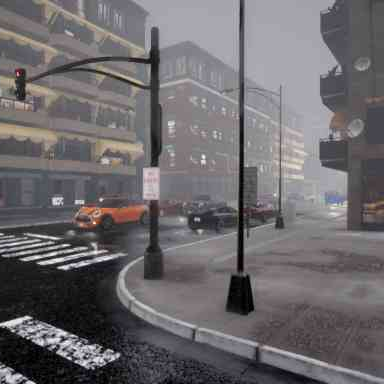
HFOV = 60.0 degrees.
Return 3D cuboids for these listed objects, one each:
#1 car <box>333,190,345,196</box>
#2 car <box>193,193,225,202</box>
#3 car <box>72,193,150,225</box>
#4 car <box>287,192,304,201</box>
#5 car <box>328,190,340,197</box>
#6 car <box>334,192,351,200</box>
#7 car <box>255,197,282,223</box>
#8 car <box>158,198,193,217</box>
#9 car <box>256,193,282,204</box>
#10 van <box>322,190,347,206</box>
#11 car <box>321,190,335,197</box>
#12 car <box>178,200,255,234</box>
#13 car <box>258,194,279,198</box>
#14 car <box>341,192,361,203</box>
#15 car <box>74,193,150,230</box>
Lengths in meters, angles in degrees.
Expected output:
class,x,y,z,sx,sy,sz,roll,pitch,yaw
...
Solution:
class,x,y,z,sx,sy,sz,roll,pitch,yaw
car,36.263,0.257,82.020,1.802,1.307,4.206,2,2,35
car,1.119,0.978,27.531,2.097,1.767,4.553,1,1,35
car,-5.375,1.032,22.766,2.192,1.841,5.009,2,2,35
car,17.044,0.720,54.675,1.947,1.339,4.313,2,2,35
car,33.060,0.337,77.463,1.802,1.307,4.206,2,2,35
car,25.914,0.697,57.244,1.895,1.301,4.718,1,1,35
car,4.659,1.284,22.480,1.802,1.307,4.206,2,2,35
car,-2.174,1.181,27.330,1.887,1.381,4.507,2,2,35
car,10.638,0.881,45.560,1.947,1.339,4.313,2,2,35
van,17.474,0.722,40.705,1.690,1.788,3.998,2,2,35
car,29.857,0.379,72.905,1.887,1.381,4.507,2,2,35
car,1.456,1.348,17.922,1.947,1.339,4.313,2,2,35
car,7.932,1.057,37.210,1.895,1.301,4.718,1,1,35
car,23.878,0.765,49.824,1.887,1.381,4.507,2,2,35
car,-4.560,1.121,19.449,2.097,1.767,4.553,1,1,35
